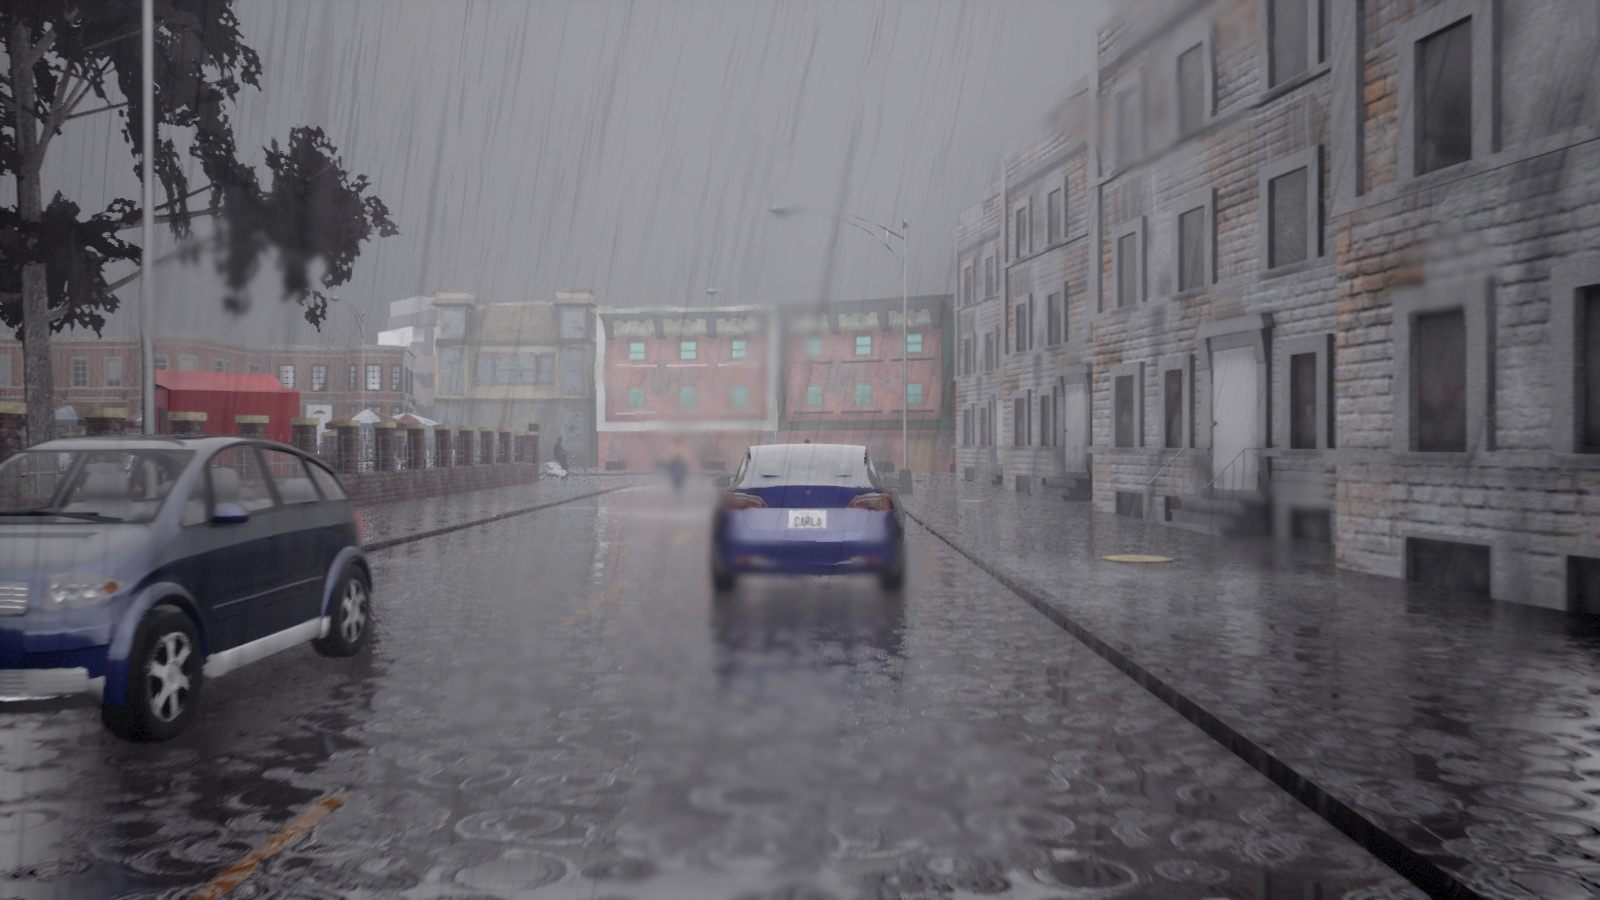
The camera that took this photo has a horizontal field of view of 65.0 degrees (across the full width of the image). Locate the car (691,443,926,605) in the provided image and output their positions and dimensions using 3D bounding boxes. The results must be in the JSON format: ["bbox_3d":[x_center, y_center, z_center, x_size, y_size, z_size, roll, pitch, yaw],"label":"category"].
[{"bbox_3d":[0.087,0.668,13.957,2.163,1.488,4.792,0,0,0],"label":"car"}]

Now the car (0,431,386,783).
[{"bbox_3d":[-3.946,0.680,7.381,1.789,1.549,3.705,0,0,0],"label":"car"}]

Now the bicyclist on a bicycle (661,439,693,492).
[{"bbox_3d":[-3.826,0.460,39.075,0.866,1.612,1.509,0,0,0],"label":"bicyclist on a bicycle"}]

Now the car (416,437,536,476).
[{"bbox_3d":[-14.107,0.270,54.841,4.611,1.667,2.242,0,0,2],"label":"car"}]

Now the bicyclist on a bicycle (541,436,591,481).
[{"bbox_3d":[-9.371,0.327,50.403,1.843,1.776,0.659,0,2,12],"label":"bicyclist on a bicycle"}]
